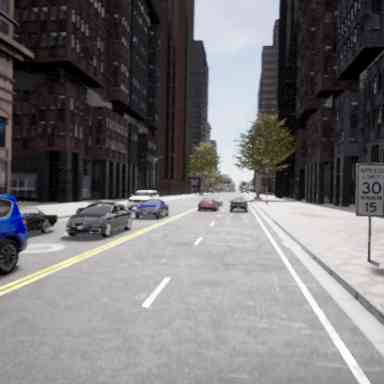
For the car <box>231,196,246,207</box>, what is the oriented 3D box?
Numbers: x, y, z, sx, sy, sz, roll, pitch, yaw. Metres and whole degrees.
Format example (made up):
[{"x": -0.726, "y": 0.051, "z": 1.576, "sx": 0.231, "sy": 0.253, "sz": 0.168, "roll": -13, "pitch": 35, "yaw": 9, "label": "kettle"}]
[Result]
[{"x": 6.823, "y": 1.315, "z": 48.336, "sx": 1.994, "sy": 1.385, "sz": 4.181, "roll": 1, "pitch": 1, "yaw": 9, "label": "car"}]

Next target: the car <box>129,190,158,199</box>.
[{"x": -4.999, "y": 0.844, "z": 35.130, "sx": 2.150, "sy": 2.045, "sz": 5.566, "roll": 1, "pitch": 0, "yaw": 8, "label": "car"}]

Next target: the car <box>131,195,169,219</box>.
[{"x": -3.033, "y": 1.258, "z": 26.323, "sx": 1.812, "sy": 1.442, "sz": 4.674, "roll": 1, "pitch": 0, "yaw": 9, "label": "car"}]

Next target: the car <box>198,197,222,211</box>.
[{"x": 1.826, "y": 1.313, "z": 36.295, "sx": 1.994, "sy": 1.385, "sz": 4.181, "roll": 1, "pitch": 0, "yaw": 9, "label": "car"}]

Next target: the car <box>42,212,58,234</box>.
[{"x": -7.995, "y": 1.326, "z": 14.689, "sx": 1.895, "sy": 1.301, "sz": 4.718, "roll": 1, "pitch": 0, "yaw": 8, "label": "car"}]

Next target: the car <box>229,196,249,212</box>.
[{"x": 5.051, "y": 1.321, "z": 35.868, "sx": 1.837, "sy": 1.490, "sz": 4.892, "roll": 1, "pitch": 0, "yaw": 9, "label": "car"}]

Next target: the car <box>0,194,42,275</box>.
[{"x": -5.822, "y": 1.050, "z": 6.981, "sx": 2.150, "sy": 2.045, "sz": 5.566, "roll": 1, "pitch": 0, "yaw": 6, "label": "car"}]

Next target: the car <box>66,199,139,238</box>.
[{"x": -4.433, "y": 1.285, "z": 16.600, "sx": 1.837, "sy": 1.490, "sz": 4.892, "roll": 1, "pitch": 0, "yaw": 8, "label": "car"}]

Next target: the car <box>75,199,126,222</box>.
[{"x": -6.575, "y": 1.277, "z": 24.534, "sx": 1.895, "sy": 1.301, "sz": 4.718, "roll": 1, "pitch": 0, "yaw": 8, "label": "car"}]
